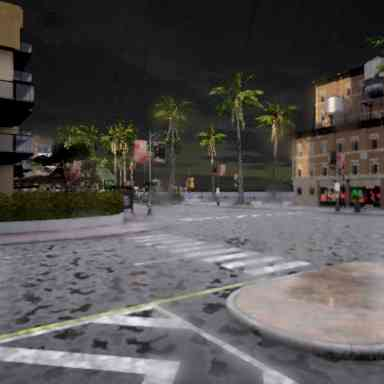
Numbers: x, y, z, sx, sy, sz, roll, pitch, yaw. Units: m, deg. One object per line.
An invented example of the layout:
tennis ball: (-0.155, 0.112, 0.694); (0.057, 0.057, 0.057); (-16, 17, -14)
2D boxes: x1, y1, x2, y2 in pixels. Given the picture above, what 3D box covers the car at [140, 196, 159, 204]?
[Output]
car: (-7.832, 1.517, 61.317); (1.837, 1.490, 4.892); (0, 0, -35)
